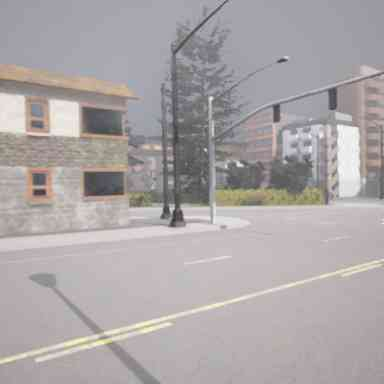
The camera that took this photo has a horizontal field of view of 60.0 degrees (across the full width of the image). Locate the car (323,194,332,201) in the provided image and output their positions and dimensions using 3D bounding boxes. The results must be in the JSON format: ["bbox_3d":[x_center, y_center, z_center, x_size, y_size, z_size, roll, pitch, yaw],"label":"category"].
[{"bbox_3d":[17.123,0.512,46.439,2.097,1.767,4.553,-2,1,-35],"label":"car"}]

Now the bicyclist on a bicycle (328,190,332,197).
[{"bbox_3d":[21.729,0.248,52.877,1.656,1.620,0.582,-2,1,-35],"label":"bicyclist on a bicycle"}]
